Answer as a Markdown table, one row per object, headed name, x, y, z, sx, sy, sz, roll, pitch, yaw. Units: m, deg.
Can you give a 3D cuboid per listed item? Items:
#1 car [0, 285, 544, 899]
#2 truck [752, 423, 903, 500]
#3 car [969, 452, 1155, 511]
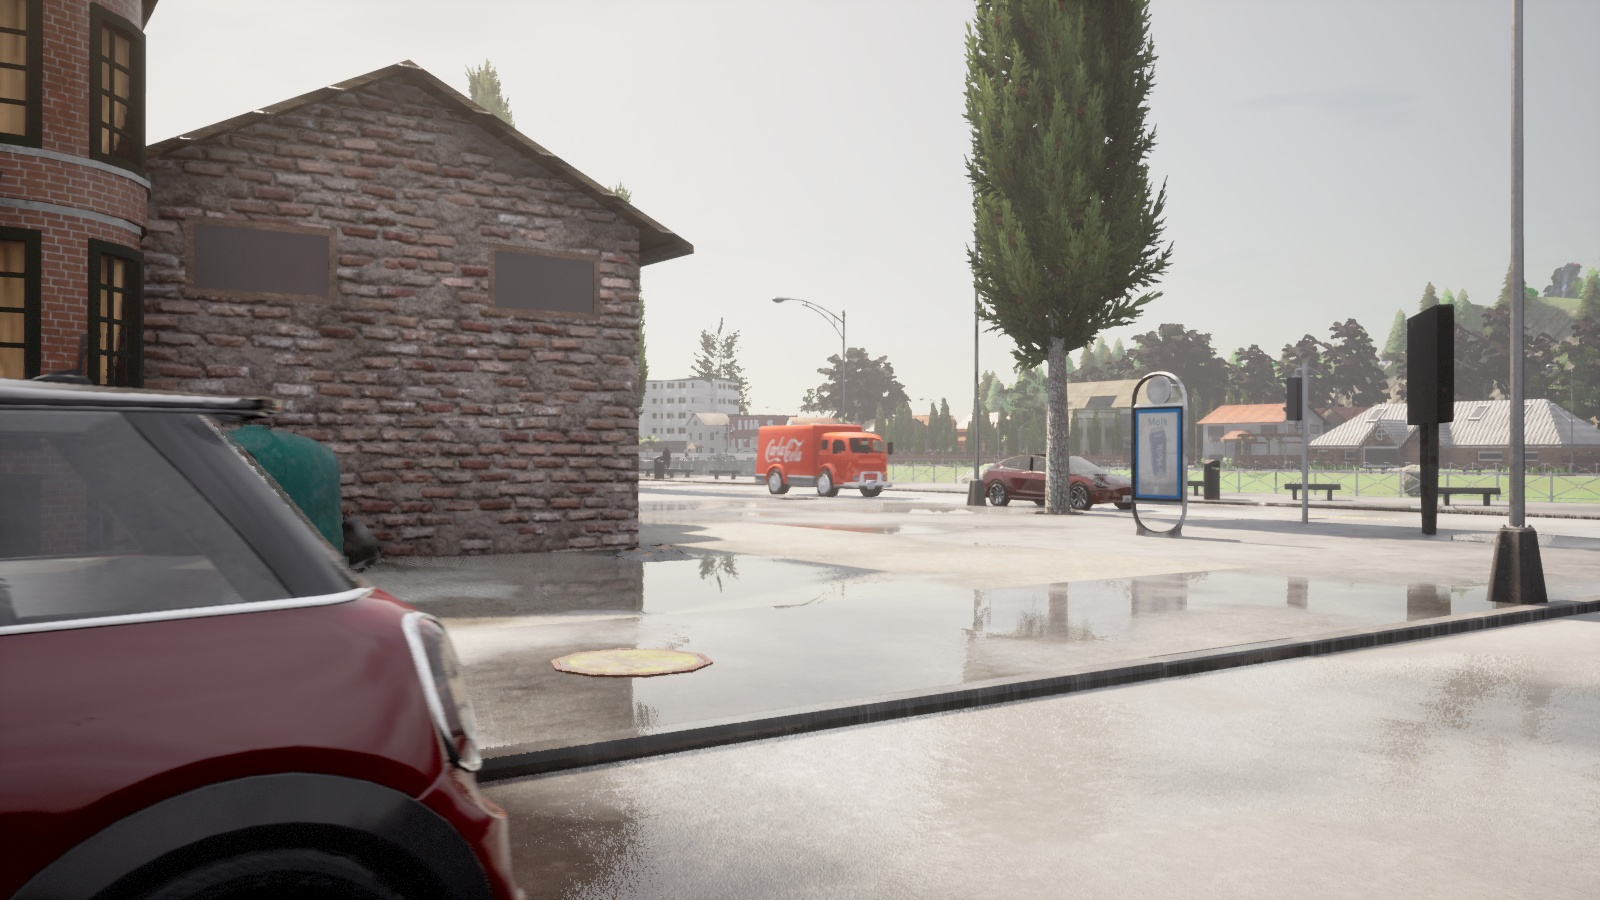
| name | x | y | z | sx | sy | sz | roll | pitch | yaw |
| --- | --- | --- | --- | --- | --- | --- | --- | --- | --- |
| car | -3.003 | 0.615 | 2.178 | 4.553 | 1.767 | 2.097 | 0 | 0 | -35 |
| truck | 0.867 | 0.359 | 43.126 | 2.627 | 2.467 | 5.204 | 0 | 0 | -35 |
| car | 7.044 | 0.813 | 34.264 | 2.163 | 1.488 | 4.792 | 0 | 0 | -35 |
